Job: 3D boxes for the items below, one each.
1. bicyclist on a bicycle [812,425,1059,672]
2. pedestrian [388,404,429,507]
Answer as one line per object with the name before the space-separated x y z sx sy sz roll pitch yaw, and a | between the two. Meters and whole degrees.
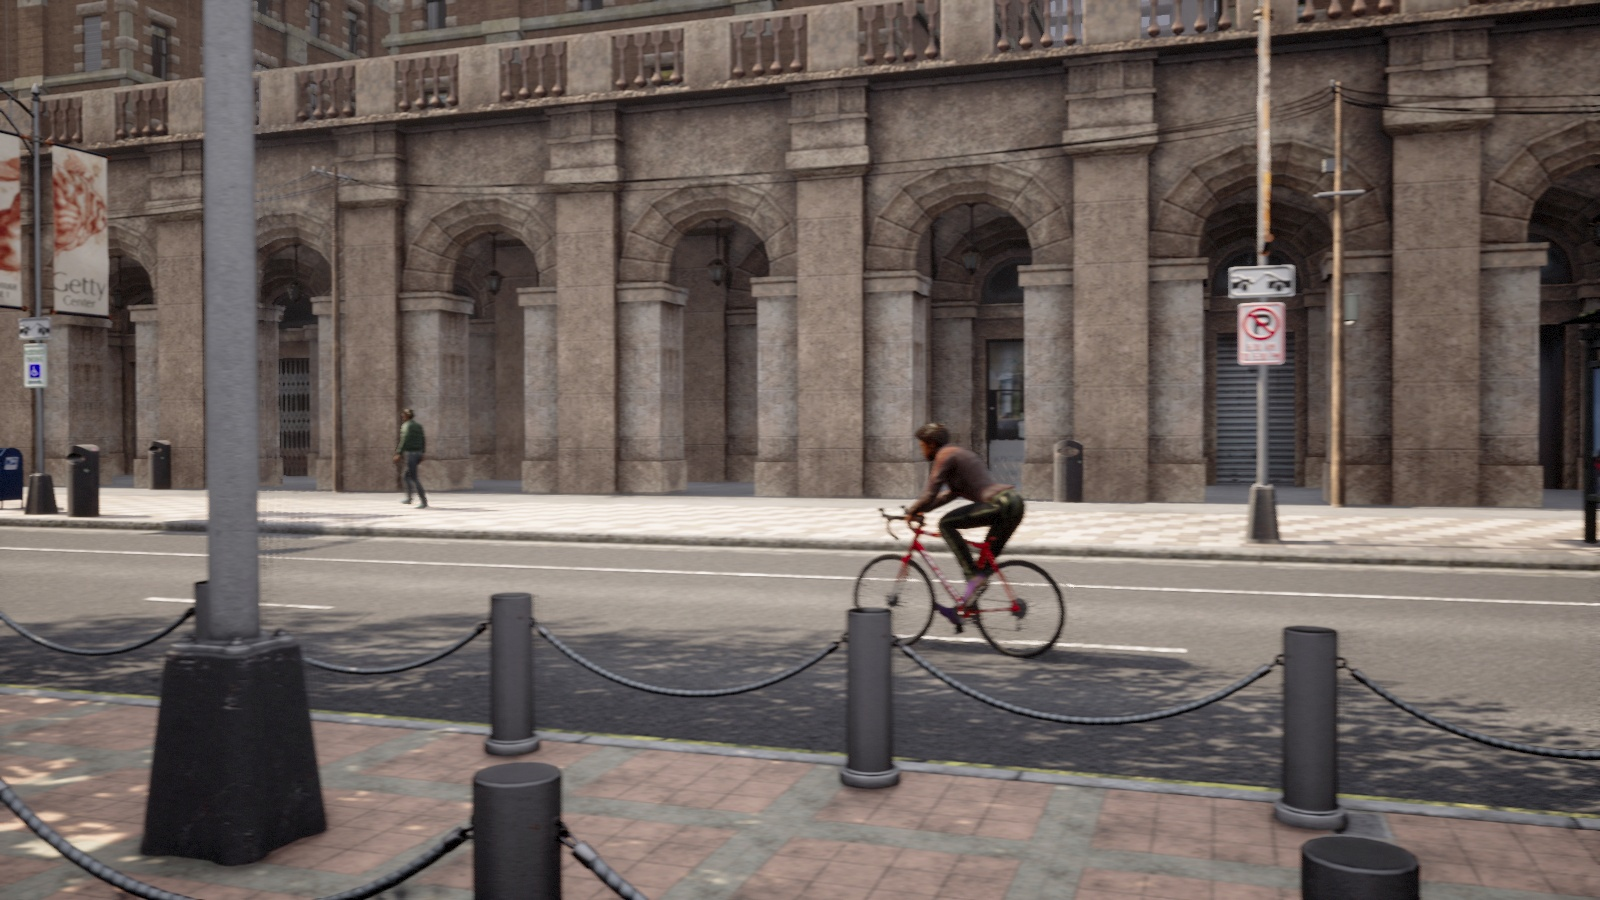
bicyclist on a bicycle | 0.944 0.640 8.919 1.656 1.620 0.582 0 1 32
pedestrian | -7.121 0.091 22.828 0.614 1.847 0.353 1 1 20
